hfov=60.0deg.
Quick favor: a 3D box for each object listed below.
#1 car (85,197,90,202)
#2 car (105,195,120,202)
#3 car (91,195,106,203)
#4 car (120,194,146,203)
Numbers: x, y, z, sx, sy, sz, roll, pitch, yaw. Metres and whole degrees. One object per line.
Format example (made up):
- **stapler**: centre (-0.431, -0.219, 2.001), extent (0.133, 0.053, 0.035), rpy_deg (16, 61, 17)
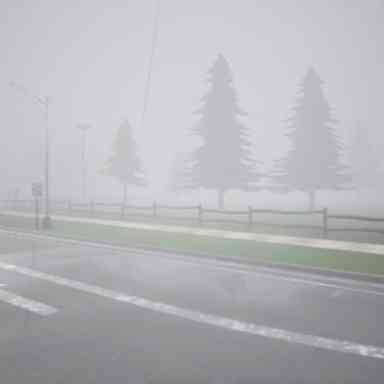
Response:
- **car**: centre (-20.041, 1.434, 68.482), extent (1.994, 1.385, 4.181), rpy_deg (0, 0, 35)
- **car**: centre (-13.983, 1.497, 64.954), extent (1.895, 1.301, 4.718), rpy_deg (0, 0, 36)
- **car**: centre (-17.119, 1.414, 66.554), extent (1.812, 1.442, 4.674), rpy_deg (0, 0, 35)
- **car**: centre (-10.789, 1.256, 63.460), extent (2.097, 1.767, 4.553), rpy_deg (0, 0, 36)
